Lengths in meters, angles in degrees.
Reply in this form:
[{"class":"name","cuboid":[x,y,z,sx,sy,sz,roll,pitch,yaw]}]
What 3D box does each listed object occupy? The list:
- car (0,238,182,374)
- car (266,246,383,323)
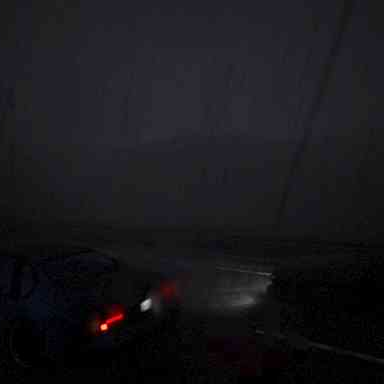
[{"class":"car","cuboid":[-2.836,1.497,5.418,5.357,1.411,2.033,0,1,26]},{"class":"car","cuboid":[4.010,1.492,5.347,5.357,1.411,2.033,0,1,34]}]
